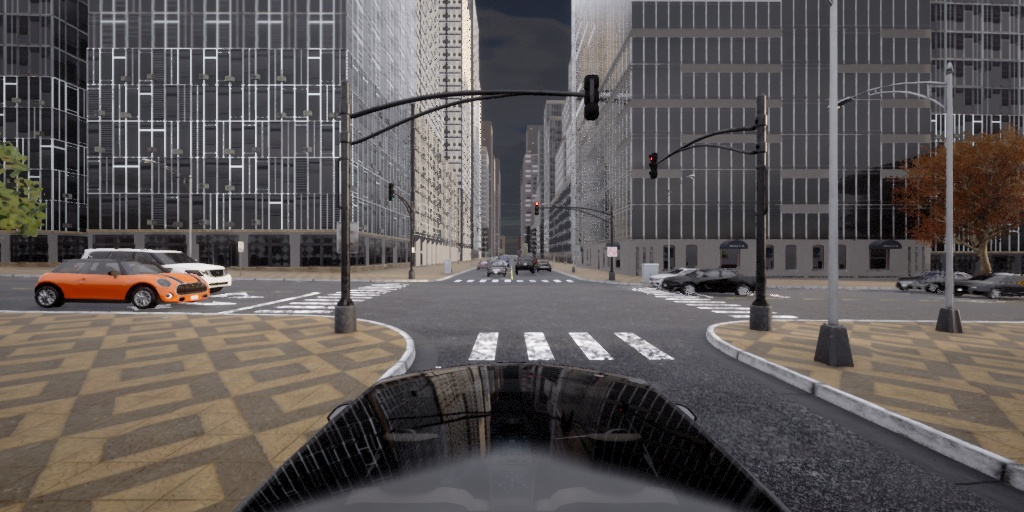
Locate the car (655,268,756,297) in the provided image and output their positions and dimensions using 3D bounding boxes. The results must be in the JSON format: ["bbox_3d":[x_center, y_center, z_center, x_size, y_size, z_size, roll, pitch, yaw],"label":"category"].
[{"bbox_3d":[11.322,1.456,20.730,5.008,1.535,1.882,1,0,-3],"label":"car"}]

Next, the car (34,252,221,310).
[{"bbox_3d":[-13.726,0.876,12.877,4.553,1.767,2.097,1,0,-3],"label":"car"}]

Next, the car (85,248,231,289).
[{"bbox_3d":[-15.926,0.704,16.031,5.566,2.045,2.150,1,0,-3],"label":"car"}]

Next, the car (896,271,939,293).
[{"bbox_3d":[29.516,1.795,24.812,4.902,1.511,2.128,1,0,-3],"label":"car"}]

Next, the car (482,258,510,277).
[{"bbox_3d":[-1.471,1.259,35.777,2.128,1.511,4.902,0,0,0],"label":"car"}]

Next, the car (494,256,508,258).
[{"bbox_3d":[-1.540,0.975,63.215,2.150,2.045,5.566,0,0,0],"label":"car"}]

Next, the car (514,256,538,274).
[{"bbox_3d":[1.438,0.986,42.278,2.150,2.045,5.566,0,0,-1],"label":"car"}]

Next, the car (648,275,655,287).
[{"bbox_3d":[11.659,1.509,24.152,4.674,1.442,1.812,1,0,1],"label":"car"}]

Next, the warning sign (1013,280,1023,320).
[{"bbox_3d":[17.281,1.204,11.543,1.060,1.860,1.300,0,0,-3],"label":"warning sign"}]

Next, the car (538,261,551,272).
[{"bbox_3d":[3.957,1.329,45.354,1.948,1.339,4.313,0,0,0],"label":"car"}]

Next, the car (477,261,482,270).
[{"bbox_3d":[-3.993,1.343,50.853,1.802,1.307,4.207,0,0,0],"label":"car"}]

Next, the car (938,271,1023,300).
[{"bbox_3d":[29.196,1.804,21.544,4.892,1.490,1.837,1,0,-3],"label":"car"}]
